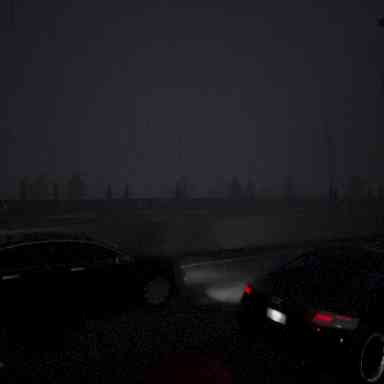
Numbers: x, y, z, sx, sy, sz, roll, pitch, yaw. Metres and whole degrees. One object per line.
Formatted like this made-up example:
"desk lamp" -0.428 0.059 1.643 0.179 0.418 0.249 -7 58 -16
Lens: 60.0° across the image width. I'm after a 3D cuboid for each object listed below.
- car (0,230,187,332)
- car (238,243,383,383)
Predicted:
"car" -2.390 1.482 6.198 4.892 1.490 1.837 -1 0 -34
"car" 2.786 1.552 5.331 4.181 1.385 1.994 0 0 -32
